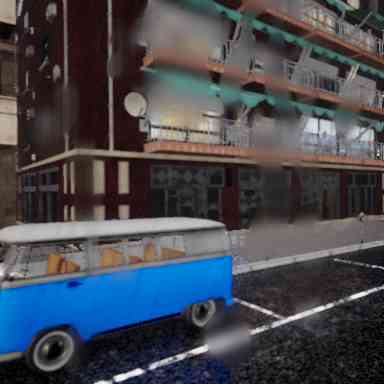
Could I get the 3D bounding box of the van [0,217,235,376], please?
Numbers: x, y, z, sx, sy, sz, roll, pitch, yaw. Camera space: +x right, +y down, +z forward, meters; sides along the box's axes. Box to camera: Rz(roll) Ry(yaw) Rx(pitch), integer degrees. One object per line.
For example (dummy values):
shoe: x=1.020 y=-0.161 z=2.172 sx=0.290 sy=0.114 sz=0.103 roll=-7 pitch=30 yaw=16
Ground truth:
van: x=-1.178 y=1.341 z=5.273 sx=3.998 sy=1.788 sz=1.690 roll=0 pitch=-1 yaw=-36
